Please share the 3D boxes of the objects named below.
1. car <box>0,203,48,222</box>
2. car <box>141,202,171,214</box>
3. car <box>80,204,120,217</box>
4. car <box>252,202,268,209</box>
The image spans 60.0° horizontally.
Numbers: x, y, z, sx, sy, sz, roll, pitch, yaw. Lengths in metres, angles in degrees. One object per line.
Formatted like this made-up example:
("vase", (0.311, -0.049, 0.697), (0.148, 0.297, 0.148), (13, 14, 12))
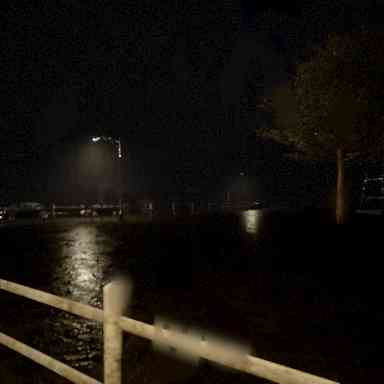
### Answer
("car", (-15.896, 1.813, 30.901), (2.097, 1.767, 4.553), (-2, -2, 35))
("car", (-4.987, 2.126, 46.137), (2.097, 1.767, 4.553), (-2, -2, 36))
("car", (-10.576, 2.102, 38.324), (2.128, 1.511, 4.902), (-2, -2, 36))
("car", (13.341, 2.699, 65.393), (1.994, 1.385, 4.181), (-2, -2, 36))
